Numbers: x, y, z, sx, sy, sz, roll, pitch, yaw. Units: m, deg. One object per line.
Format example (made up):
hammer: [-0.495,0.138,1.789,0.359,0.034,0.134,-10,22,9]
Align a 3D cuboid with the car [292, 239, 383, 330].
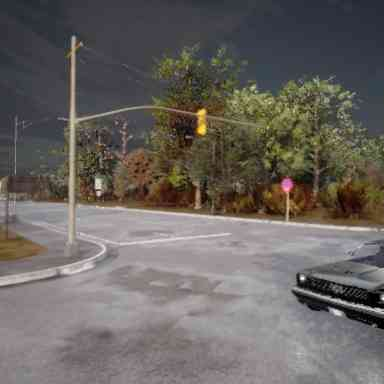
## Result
car: [4.188,1.687,6.723,4.718,1.301,1.895,1,-1,-35]
